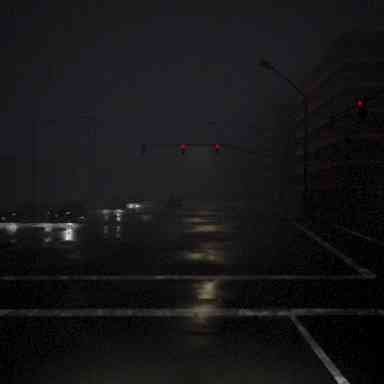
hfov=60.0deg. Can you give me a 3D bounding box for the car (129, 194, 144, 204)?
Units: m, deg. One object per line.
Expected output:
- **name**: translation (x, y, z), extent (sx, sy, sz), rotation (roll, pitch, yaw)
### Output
- **car**: translation (-9.245, 1.078, 55.264), extent (2.128, 1.511, 4.902), rotation (0, 1, 1)

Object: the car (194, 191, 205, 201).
- **car**: translation (1.474, 0.756, 65.948), extent (2.097, 1.767, 4.553), rotation (0, 1, 1)

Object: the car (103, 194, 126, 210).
- **car**: translation (-9.435, 1.346, 41.094), extent (1.812, 1.442, 4.674), rotation (0, 1, 1)

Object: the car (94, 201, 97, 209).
- **car**: translation (-12.951, 1.438, 39.973), extent (1.895, 1.301, 4.718), rotation (0, 1, 1)

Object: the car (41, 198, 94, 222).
- **car**: translation (-9.653, 1.472, 26.248), extent (1.837, 1.490, 4.892), rotation (0, 0, 1)

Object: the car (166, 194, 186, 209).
- **car**: translation (-2.227, 1.350, 42.099), extent (2.033, 1.411, 5.357), rotation (0, 1, 1)

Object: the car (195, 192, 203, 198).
- **car**: translation (1.600, 0.661, 75.993), extent (1.837, 1.490, 4.892), rotation (0, 0, 1)

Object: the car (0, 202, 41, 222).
- **car**: translation (-13.280, 1.511, 26.510), extent (2.033, 1.411, 5.357), rotation (0, 0, 5)

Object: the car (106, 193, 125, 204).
- **car**: translation (-12.740, 1.064, 55.438), extent (1.882, 1.535, 5.008), rotation (0, 1, 1)

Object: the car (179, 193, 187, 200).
- **car**: translation (-2.003, 0.938, 66.785), extent (2.033, 1.411, 5.357), rotation (0, 1, 1)
